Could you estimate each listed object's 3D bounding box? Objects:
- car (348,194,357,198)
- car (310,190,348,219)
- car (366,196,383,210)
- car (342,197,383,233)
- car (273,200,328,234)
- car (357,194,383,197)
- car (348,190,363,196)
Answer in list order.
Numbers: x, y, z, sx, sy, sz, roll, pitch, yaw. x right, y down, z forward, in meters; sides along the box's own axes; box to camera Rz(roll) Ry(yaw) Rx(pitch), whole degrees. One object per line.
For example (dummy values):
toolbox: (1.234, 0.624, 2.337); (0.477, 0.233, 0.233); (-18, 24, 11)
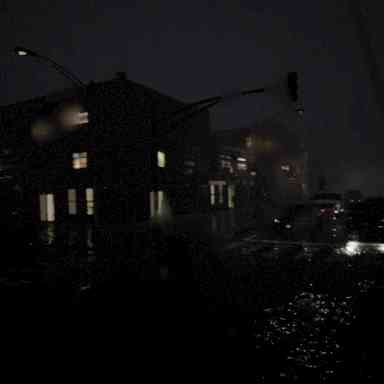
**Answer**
car: (15.929, 1.196, 35.215); (1.994, 1.385, 4.181); (-1, 0, 31)
car: (10.877, 0.969, 26.686); (2.150, 2.045, 5.566); (-1, 0, 30)
car: (19.525, 1.116, 34.902); (1.994, 1.385, 4.181); (-1, 0, 31)
car: (9.678, 1.255, 18.236); (1.882, 1.535, 5.008); (-1, 0, 31)
car: (5.943, 1.386, 18.334); (1.812, 1.442, 4.674); (-1, 0, 32)
car: (14.510, 1.171, 26.423); (1.837, 1.490, 4.892); (-1, 0, 30)
car: (22.216, 0.711, 45.781); (2.150, 2.045, 5.566); (-1, 0, 30)
